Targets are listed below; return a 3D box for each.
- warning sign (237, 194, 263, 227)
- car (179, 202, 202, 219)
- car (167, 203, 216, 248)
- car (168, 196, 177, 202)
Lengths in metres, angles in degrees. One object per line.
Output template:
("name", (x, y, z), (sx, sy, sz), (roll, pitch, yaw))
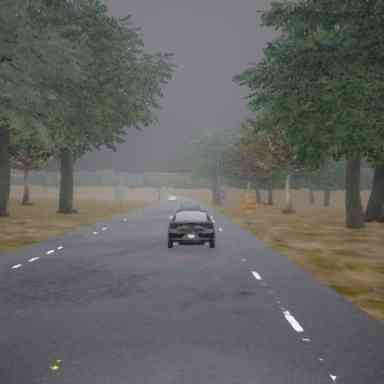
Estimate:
("warning sign", (3.524, 1.105, 20.244), (1.300, 1.860, 1.060), (3, 3, -1))
("car", (-0.151, 1.608, 29.741), (1.895, 1.301, 4.718), (0, 0, -1))
("car", (-0.038, 1.475, 14.686), (1.882, 1.535, 5.008), (0, 0, 0))
("car", (-4.495, 1.597, 76.609), (1.812, 1.442, 4.674), (0, 0, -1))
